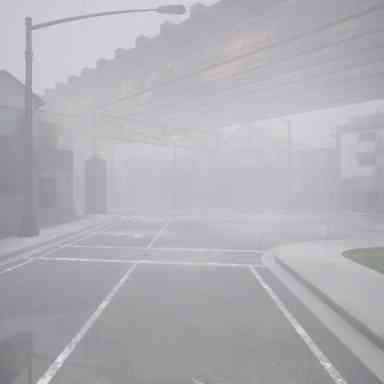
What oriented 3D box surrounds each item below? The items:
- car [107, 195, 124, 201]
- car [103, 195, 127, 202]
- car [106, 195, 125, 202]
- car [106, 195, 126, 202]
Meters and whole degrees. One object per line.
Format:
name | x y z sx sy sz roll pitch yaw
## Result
car | -17.482 1.295 76.183 1.853 1.218 4.536 0 0 15
car | -16.819 1.453 72.464 4.974 1.542 2.038 0 0 -15
car | -17.496 1.453 76.133 2.038 1.542 4.974 0 0 15
car | -16.769 1.295 72.477 4.536 1.218 1.853 0 0 -15
